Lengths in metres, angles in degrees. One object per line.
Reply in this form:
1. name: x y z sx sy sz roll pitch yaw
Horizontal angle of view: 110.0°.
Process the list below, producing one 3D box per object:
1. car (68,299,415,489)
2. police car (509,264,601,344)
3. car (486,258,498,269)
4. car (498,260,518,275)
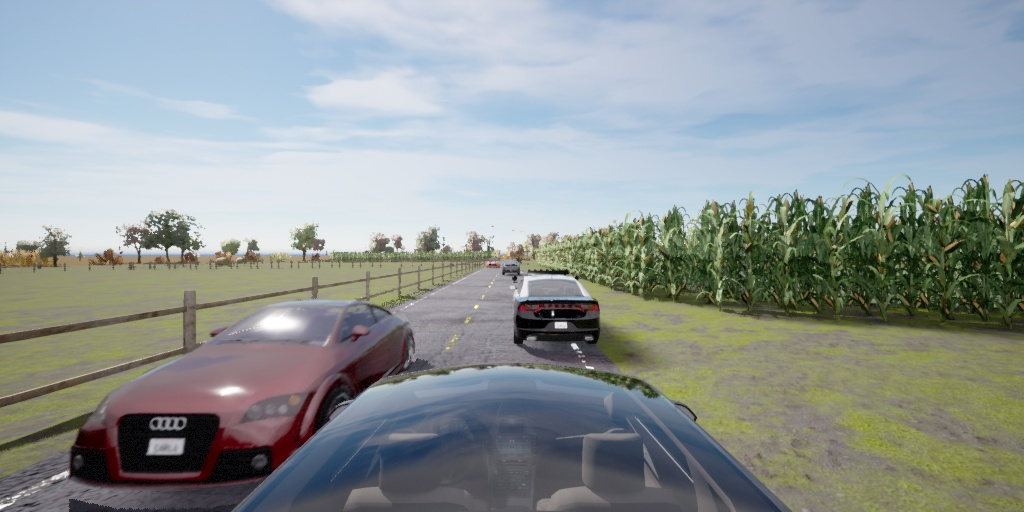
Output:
1. car: -2.726 1.314 4.809 1.994 1.385 4.181 0 0 0
2. police car: 0.960 1.175 9.723 1.930 1.638 5.238 0 0 0
3. car: -3.020 1.104 57.457 2.097 1.767 4.553 0 0 0
4. car: -0.085 1.241 38.310 2.128 1.511 4.902 0 0 0
